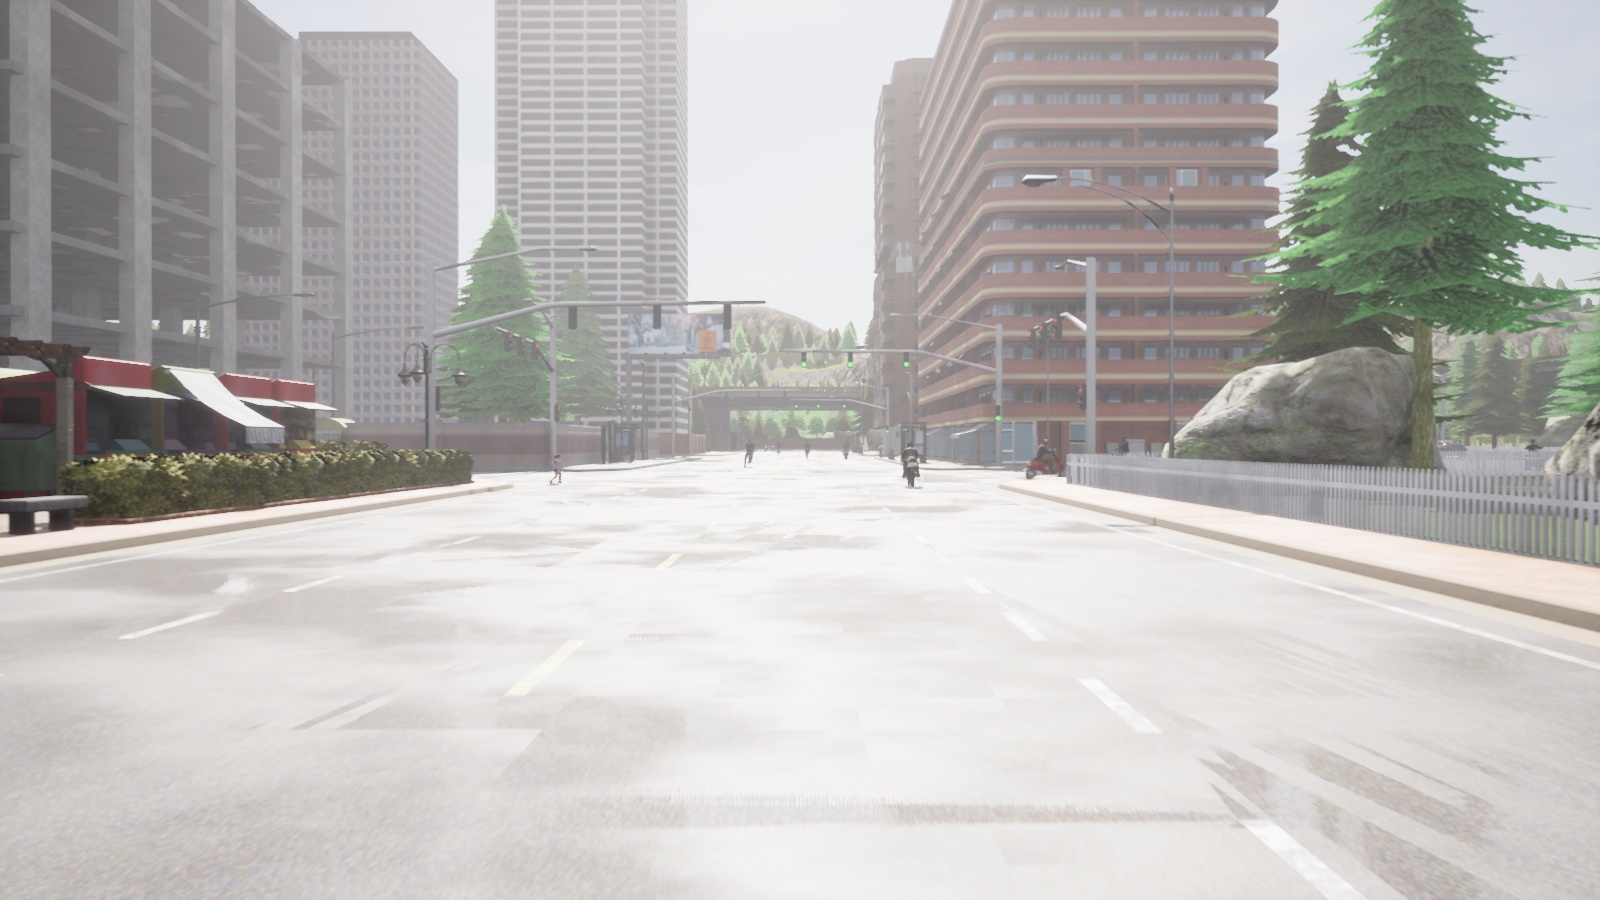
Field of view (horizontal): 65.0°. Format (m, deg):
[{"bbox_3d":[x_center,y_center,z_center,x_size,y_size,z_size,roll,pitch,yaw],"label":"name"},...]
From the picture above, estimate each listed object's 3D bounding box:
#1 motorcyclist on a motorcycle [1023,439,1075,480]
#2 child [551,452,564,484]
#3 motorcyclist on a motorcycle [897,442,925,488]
[{"bbox_3d":[9.775,0.377,49.342,1.817,1.590,0.866,0,0,-2],"label":"motorcyclist on a motorcycle"},{"bbox_3d":[-8.602,0.637,44.517,0.394,1.110,0.255,0,0,7],"label":"child"},{"bbox_3d":[3.763,0.491,42.753,0.797,1.523,2.044,0,0,0],"label":"motorcyclist on a motorcycle"}]
